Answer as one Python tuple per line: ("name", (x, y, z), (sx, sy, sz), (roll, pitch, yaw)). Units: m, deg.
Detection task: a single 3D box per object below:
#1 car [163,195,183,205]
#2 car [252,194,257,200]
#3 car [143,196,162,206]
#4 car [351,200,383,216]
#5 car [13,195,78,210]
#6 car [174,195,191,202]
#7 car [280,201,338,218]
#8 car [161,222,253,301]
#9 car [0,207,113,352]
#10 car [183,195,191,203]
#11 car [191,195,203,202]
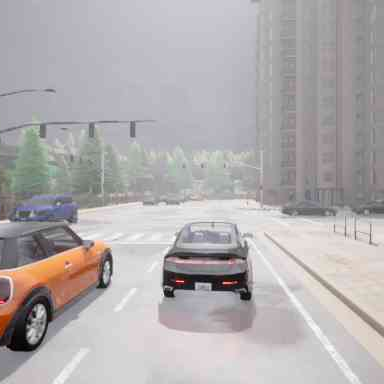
("car", (-3.276, 1.351, 58.399), (2.097, 1.767, 4.553), (0, 0, 3))
("car", (18.810, 1.354, 90.890), (4.553, 1.767, 2.097), (0, 0, -20))
("car", (-6.942, 1.546, 56.409), (2.033, 1.411, 5.357), (0, 0, 4))
("car", (18.468, 1.560, 33.118), (4.892, 1.490, 1.837), (0, 0, 3))
("car", (-9.294, 1.221, 21.473), (2.150, 2.045, 5.566), (0, 0, 4))
("car", (-2.247, 1.477, 80.286), (1.882, 1.535, 5.008), (0, 0, 25))
("car", (10.466, 1.560, 29.907), (4.892, 1.490, 1.837), (0, 1, 5))
("car", (0.501, 1.491, 8.405), (2.128, 1.511, 4.902), (0, 0, 7))
("car", (-3.106, 1.352, 6.407), (2.097, 1.767, 4.553), (0, 0, 4))
("car", (-2.302, 1.547, 69.193), (2.033, 1.411, 5.357), (0, 0, 10))
("car", (1.064, 1.477, 79.073), (1.882, 1.535, 5.008), (0, 0, 25))
